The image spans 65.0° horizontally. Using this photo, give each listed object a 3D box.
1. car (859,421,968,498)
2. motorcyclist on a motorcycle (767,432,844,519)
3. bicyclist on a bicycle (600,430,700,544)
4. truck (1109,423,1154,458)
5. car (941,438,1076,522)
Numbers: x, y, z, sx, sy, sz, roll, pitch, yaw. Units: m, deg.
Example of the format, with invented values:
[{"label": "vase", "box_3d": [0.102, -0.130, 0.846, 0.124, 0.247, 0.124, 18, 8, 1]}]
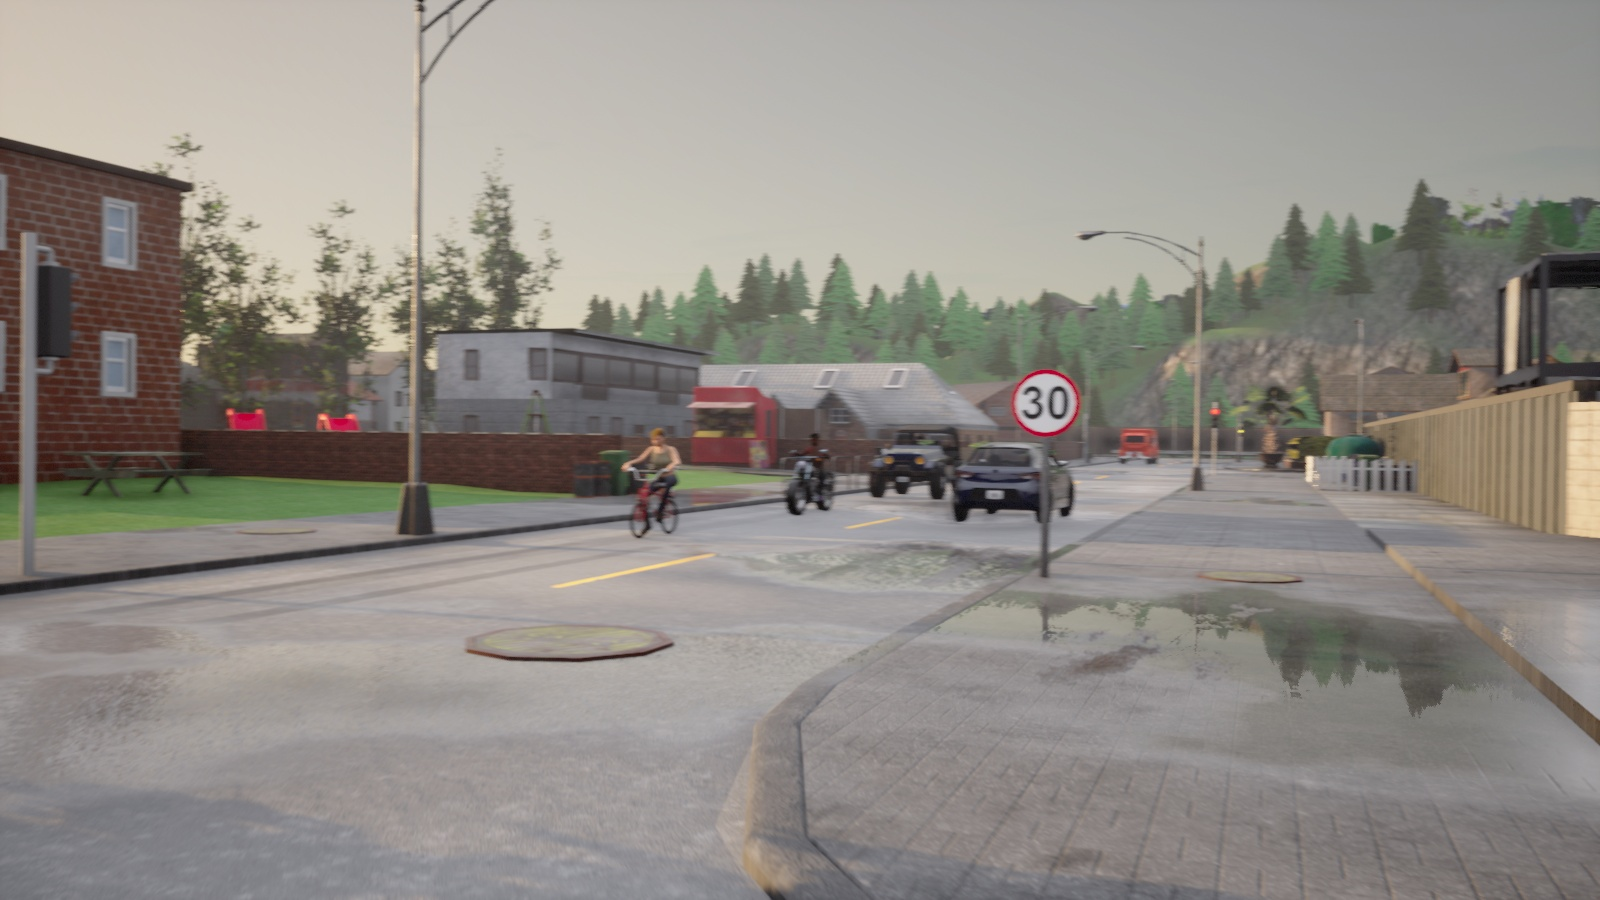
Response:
[{"label": "car", "box_3d": [3.048, 0.220, 32.967, 1.905, 1.878, 3.866, 0, 1, 20]}, {"label": "motorcyclist on a motorcycle", "box_3d": [0.138, 0.462, 24.994, 0.766, 1.649, 2.350, 0, 1, 20]}, {"label": "bicyclist on a bicycle", "box_3d": [-2.197, 0.518, 18.575, 0.866, 1.612, 1.509, 0, 1, 20]}, {"label": "truck", "box_3d": [23.582, -0.675, 89.203, 2.627, 2.467, 5.204, 0, 1, 20]}, {"label": "car", "box_3d": [4.117, 0.510, 24.228, 1.816, 1.474, 4.193, 0, 1, 20]}]
